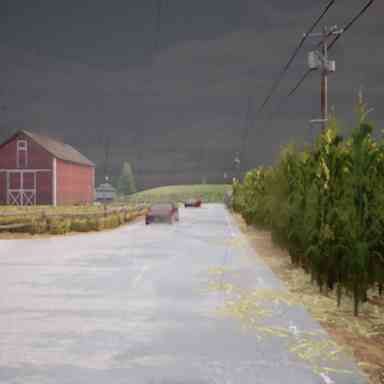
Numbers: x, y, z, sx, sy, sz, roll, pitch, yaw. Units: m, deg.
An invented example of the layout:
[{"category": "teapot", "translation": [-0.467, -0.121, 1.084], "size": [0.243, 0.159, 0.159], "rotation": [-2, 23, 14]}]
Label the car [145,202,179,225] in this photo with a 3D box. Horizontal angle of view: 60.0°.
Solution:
[{"category": "car", "translation": [-2.106, 1.543, 24.578], "size": [1.882, 1.535, 5.008], "rotation": [0, 1, 5]}]

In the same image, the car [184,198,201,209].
[{"category": "car", "translation": [0.089, 1.603, 47.942], "size": [1.882, 1.535, 5.008], "rotation": [0, 0, 10]}]
